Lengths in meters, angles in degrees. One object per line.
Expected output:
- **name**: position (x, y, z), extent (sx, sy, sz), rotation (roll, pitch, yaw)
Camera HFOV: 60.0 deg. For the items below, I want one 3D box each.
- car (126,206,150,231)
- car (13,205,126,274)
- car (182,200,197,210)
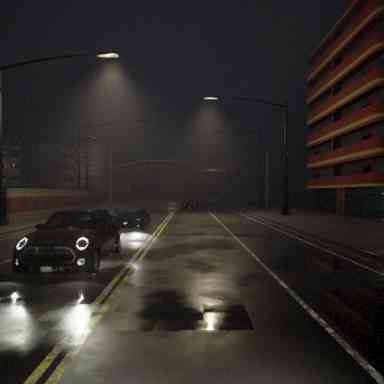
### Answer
- **car**: position (-3.739, 1.564, 20.594), extent (1.994, 1.385, 4.181), rotation (0, 0, 0)
- **car**: position (-3.688, 1.351, 10.595), extent (2.097, 1.767, 4.553), rotation (0, 0, -1)
- **car**: position (-0.350, 1.601, 42.036), extent (1.895, 1.301, 4.718), rotation (0, 0, -2)
